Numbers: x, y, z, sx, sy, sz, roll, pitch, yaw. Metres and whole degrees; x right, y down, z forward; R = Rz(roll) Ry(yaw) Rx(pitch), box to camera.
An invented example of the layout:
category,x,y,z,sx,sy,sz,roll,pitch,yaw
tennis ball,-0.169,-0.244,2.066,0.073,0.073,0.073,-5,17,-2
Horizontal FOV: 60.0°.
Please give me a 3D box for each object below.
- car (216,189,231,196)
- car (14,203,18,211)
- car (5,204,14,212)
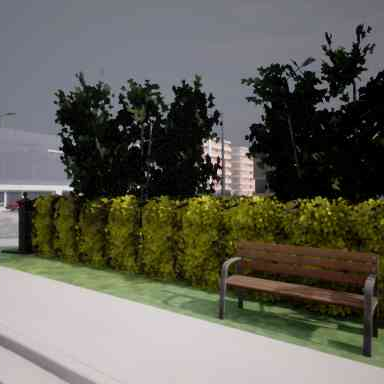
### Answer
category,x,y,z,sx,sy,sz,roll,pitch,yaw
car,5.833,0.456,66.885,2.150,2.045,5.566,0,1,36
car,-16.058,1.553,35.854,1.895,1.301,4.718,0,0,36
car,-18.648,1.553,38.243,1.895,1.301,4.718,0,0,35
